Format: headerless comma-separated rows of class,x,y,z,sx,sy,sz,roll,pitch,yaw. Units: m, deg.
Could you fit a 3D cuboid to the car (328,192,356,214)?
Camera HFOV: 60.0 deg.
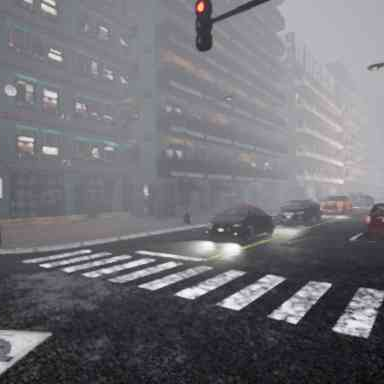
car,13.605,1.088,31.407,2.097,1.767,4.553,-1,0,37

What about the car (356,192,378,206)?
car,22.778,1.156,43.880,1.812,1.442,4.674,-1,0,36

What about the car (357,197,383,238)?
car,9.187,1.196,15.333,1.967,1.590,4.097,-1,0,36

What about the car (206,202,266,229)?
car,2.969,1.439,21.370,1.887,1.381,4.507,-1,0,36

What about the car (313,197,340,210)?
car,15.652,1.292,38.647,1.947,1.339,4.313,-1,0,36

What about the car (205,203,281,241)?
car,2.406,1.449,16.053,1.994,1.385,4.181,-1,0,36

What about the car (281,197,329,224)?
car,7.592,1.307,23.178,2.128,1.511,4.902,-1,0,36

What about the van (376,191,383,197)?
van,42.310,0.736,75.290,1.690,1.788,3.998,-1,0,36

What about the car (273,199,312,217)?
car,8.986,1.364,29.486,2.008,1.369,4.403,-1,0,36
